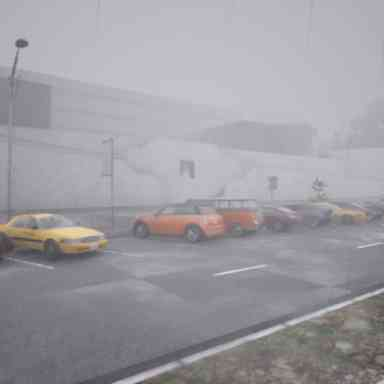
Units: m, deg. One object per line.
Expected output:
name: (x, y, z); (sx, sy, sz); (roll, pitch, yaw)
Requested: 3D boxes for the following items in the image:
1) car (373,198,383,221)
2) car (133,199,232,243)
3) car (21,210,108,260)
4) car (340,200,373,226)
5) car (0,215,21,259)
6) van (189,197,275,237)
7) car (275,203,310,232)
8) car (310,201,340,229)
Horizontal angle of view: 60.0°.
car: (11.438, 1.405, 24.736); (4.792, 1.488, 2.163); (-1, -1, 35)
car: (-0.720, 1.354, 16.072); (4.553, 1.767, 2.185); (-1, 0, 34)
car: (-5.447, 1.486, 12.523); (5.366, 1.575, 1.946); (-1, -1, 35)
car: (9.138, 1.400, 22.919); (5.366, 1.575, 1.946); (-1, -1, 35)
car: (-8.057, 1.525, 10.909); (4.792, 1.488, 2.163); (-1, 0, 35)
van: (1.790, 1.243, 17.765); (4.442, 1.987, 1.878); (-1, -1, 35)
car: (4.121, 1.492, 19.549); (4.674, 1.452, 2.002); (-1, 0, 35)
car: (6.524, 1.464, 21.300); (4.792, 1.488, 2.163); (-1, 0, 35)
